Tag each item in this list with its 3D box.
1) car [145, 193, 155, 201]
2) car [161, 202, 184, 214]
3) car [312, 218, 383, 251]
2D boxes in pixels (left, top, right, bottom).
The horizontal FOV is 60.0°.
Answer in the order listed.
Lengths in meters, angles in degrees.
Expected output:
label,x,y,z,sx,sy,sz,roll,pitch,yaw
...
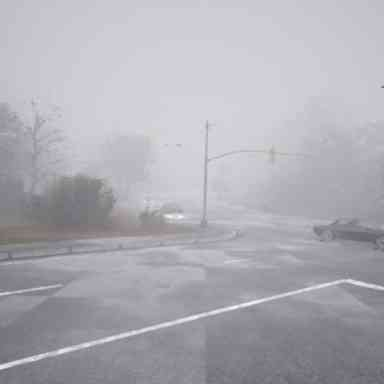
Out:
label,x,y,z,sx,sy,sz,roll,pitch,yaw
car,-8.243,0.909,64.861,1.812,1.442,4.674,2,2,-8
car,-2.381,1.892,39.815,1.994,1.385,4.181,2,1,-19
car,8.478,1.996,16.488,1.895,1.301,4.718,3,-1,-31
